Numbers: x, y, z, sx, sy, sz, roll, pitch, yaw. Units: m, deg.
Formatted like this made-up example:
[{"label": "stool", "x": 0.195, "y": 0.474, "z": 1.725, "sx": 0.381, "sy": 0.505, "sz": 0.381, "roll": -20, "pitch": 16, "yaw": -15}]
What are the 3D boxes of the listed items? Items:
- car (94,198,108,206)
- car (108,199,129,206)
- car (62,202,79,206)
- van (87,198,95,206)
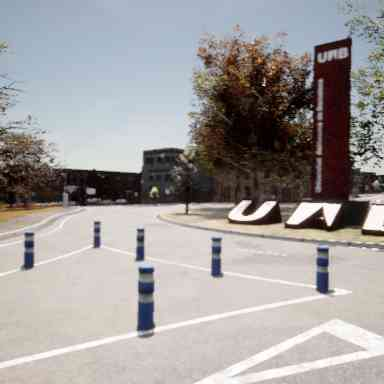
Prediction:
[{"label": "car", "x": -19.122, "y": 2.528, "z": 74.429, "sx": 4.792, "sy": 1.488, "sz": 2.163, "roll": -4, "pitch": -3, "yaw": 44}, {"label": "car", "x": -15.178, "y": 2.291, "z": 70.608, "sx": 4.674, "sy": 1.452, "sz": 2.002, "roll": -4, "pitch": -5, "yaw": 44}, {"label": "car", "x": -30.955, "y": 3.286, "z": 85.964, "sx": 4.674, "sy": 1.452, "sz": 2.002, "roll": -4, "pitch": -3, "yaw": 44}, {"label": "van", "x": -23.144, "y": 2.527, "z": 78.351, "sx": 4.442, "sy": 1.987, "sz": 1.878, "roll": -4, "pitch": -3, "yaw": 44}]
